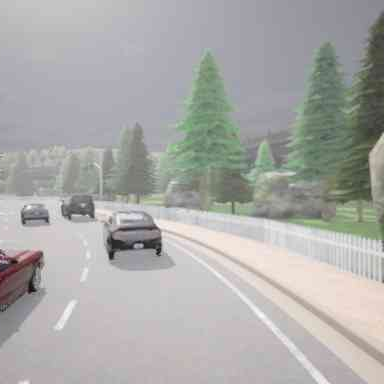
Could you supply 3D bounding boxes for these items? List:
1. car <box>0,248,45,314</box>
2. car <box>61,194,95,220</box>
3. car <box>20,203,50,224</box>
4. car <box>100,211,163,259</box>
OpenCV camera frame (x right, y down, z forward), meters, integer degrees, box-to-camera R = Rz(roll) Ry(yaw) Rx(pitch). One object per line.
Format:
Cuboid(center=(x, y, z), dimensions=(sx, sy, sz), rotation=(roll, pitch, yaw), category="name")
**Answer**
Cuboid(center=(-4.126, 1.617, 5.821), dimensions=(1.895, 1.301, 4.718), rotation=(0, 0, -9), category="car")
Cuboid(center=(-10.007, 1.234, 29.083), dimensions=(2.150, 2.045, 5.566), rotation=(0, 0, -28), category="car")
Cuboid(center=(-12.090, 1.581, 25.591), dimensions=(2.033, 1.411, 5.357), rotation=(0, 0, -28), category="car")
Cuboid(center=(-2.393, 1.479, 12.762), dimensions=(2.128, 1.511, 4.902), rotation=(-1, 0, -17), category="car")
